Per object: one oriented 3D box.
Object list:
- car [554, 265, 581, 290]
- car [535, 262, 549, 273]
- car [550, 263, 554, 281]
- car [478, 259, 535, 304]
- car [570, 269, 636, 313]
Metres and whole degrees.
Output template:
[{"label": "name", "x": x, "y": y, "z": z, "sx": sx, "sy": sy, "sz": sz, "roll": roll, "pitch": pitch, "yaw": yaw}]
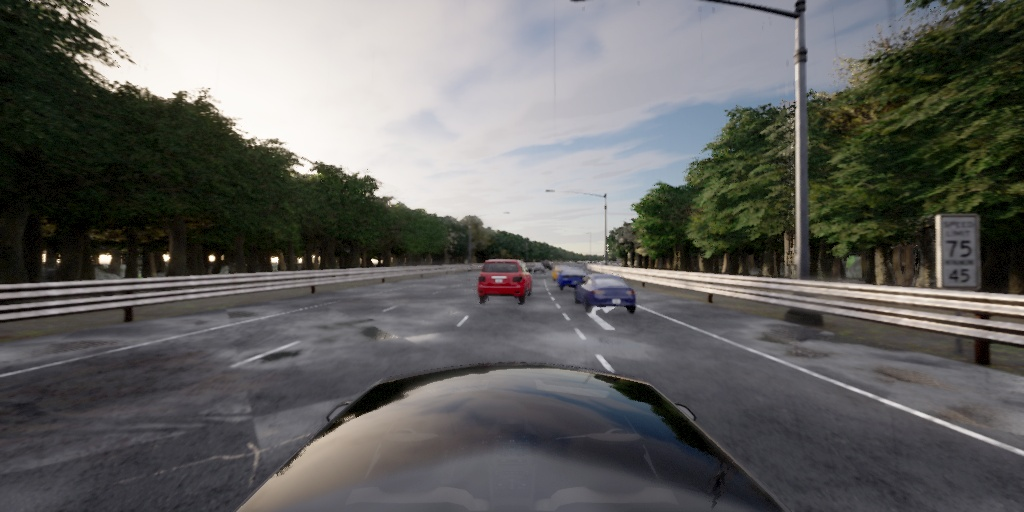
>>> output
[{"label": "car", "x": 4.253, "y": 1.558, "z": 25.540, "sx": 1.882, "sy": 1.535, "sz": 5.008, "roll": 0, "pitch": -1, "yaw": 4}, {"label": "car", "x": 4.772, "y": 2.153, "z": 62.281, "sx": 2.033, "sy": 1.411, "sz": 5.357, "roll": 0, "pitch": -1, "yaw": 9}, {"label": "car", "x": 5.051, "y": 1.707, "z": 36.185, "sx": 1.882, "sy": 1.535, "sz": 5.008, "roll": 0, "pitch": -1, "yaw": 5}, {"label": "car", "x": -0.224, "y": 1.197, "z": 18.156, "sx": 2.150, "sy": 2.045, "sz": 5.566, "roll": 0, "pitch": -1, "yaw": 7}, {"label": "car", "x": 3.738, "y": 1.458, "z": 14.879, "sx": 1.812, "sy": 1.442, "sz": 4.674, "roll": 0, "pitch": -1, "yaw": 2}]
